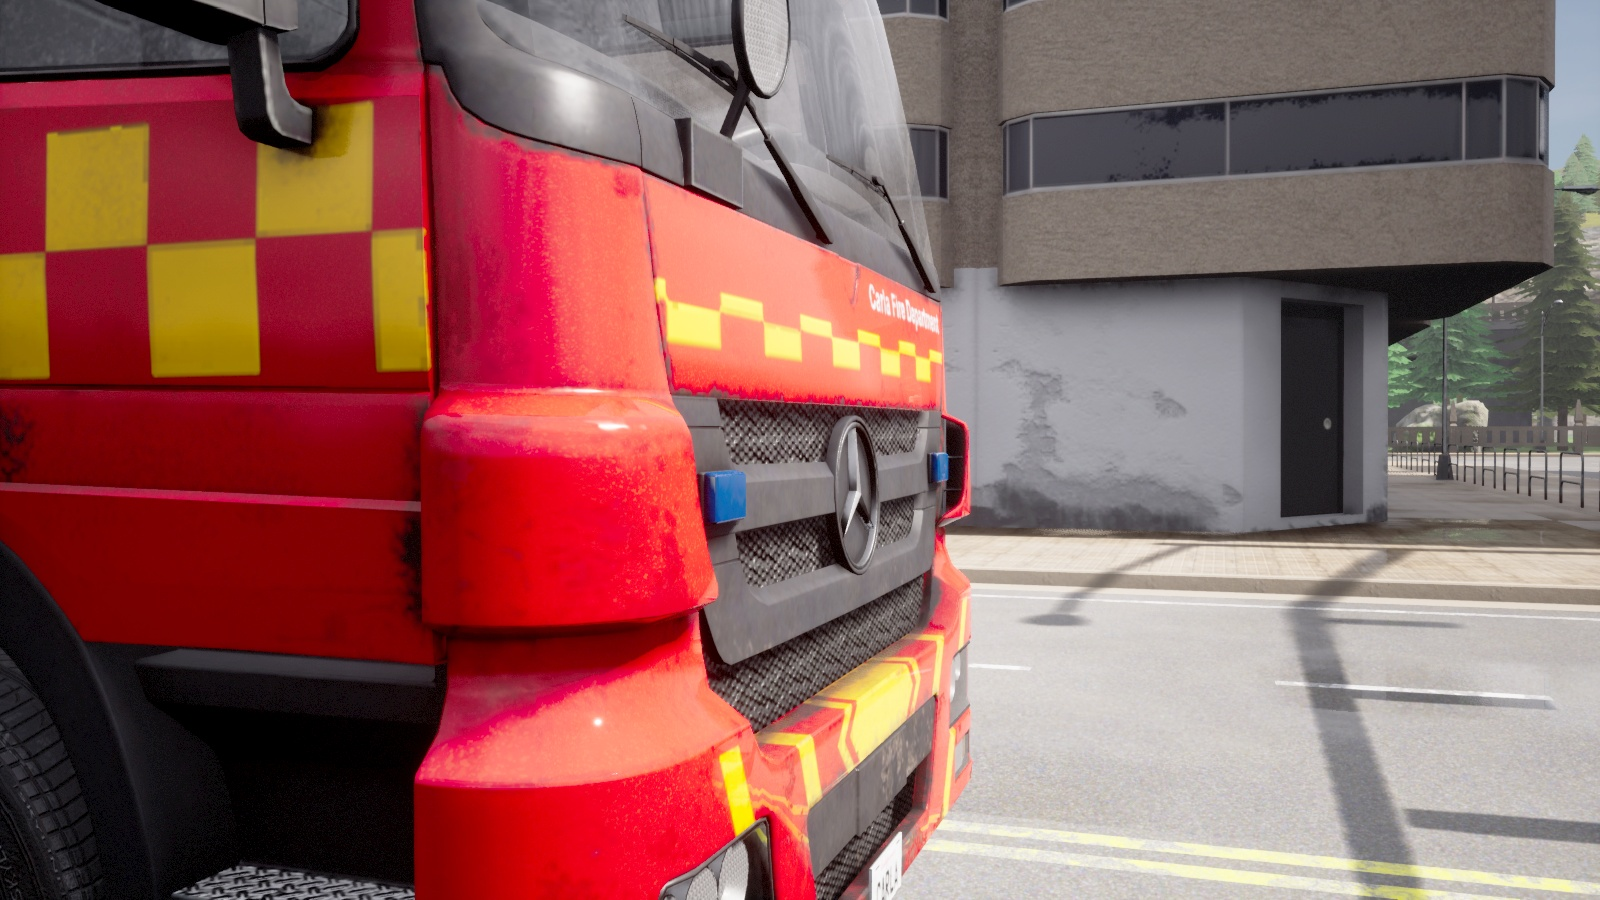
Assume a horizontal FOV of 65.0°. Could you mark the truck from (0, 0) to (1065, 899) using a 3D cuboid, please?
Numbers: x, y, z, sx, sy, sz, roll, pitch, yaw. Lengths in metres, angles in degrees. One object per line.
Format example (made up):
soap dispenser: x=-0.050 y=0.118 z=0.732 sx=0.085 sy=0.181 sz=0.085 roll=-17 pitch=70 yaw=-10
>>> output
truck: x=-3.556 y=-0.422 z=4.371 sx=8.468 sy=3.827 sz=2.891 roll=1 pitch=1 yaw=19
